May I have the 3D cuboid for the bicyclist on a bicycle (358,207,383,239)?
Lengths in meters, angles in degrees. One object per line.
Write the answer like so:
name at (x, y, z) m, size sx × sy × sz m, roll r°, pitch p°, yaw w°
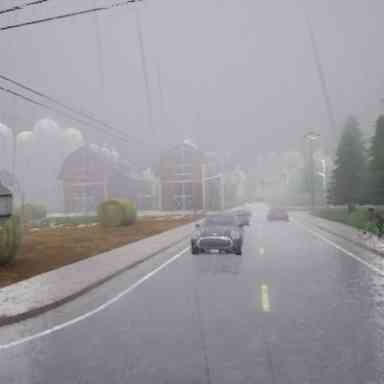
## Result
bicyclist on a bicycle at (9.251, 1.600, 16.849) m, size 1.656 × 1.620 × 0.582 m, roll -2°, pitch -2°, yaw 11°

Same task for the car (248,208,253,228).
car at (3.965, 2.319, 28.532) m, size 1.994 × 1.385 × 4.181 m, roll -2°, pitch -2°, yaw 11°

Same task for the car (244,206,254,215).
car at (7.125, 2.651, 44.066) m, size 1.812 × 1.442 × 4.674 m, roll -2°, pitch -2°, yaw 12°

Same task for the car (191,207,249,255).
car at (1.321, 1.790, 15.318) m, size 2.097 × 1.767 × 4.553 m, roll -2°, pitch -2°, yaw 11°

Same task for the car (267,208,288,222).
car at (9.082, 2.394, 35.302) m, size 1.994 × 1.385 × 4.181 m, roll -2°, pitch -2°, yaw 11°
